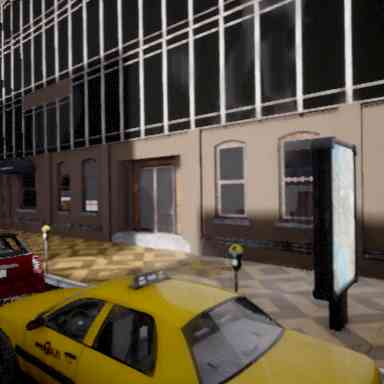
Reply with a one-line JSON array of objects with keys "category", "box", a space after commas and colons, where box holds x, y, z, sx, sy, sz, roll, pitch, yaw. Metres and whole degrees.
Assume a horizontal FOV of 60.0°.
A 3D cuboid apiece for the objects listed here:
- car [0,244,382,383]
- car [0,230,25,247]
[{"category": "car", "box": [-0.639, 1.522, 3.643, 4.829, 1.417, 1.752, -1, 0, 39]}, {"category": "car", "box": [-4.907, 1.498, 7.077, 4.097, 1.590, 1.967, -1, 0, 39]}]
